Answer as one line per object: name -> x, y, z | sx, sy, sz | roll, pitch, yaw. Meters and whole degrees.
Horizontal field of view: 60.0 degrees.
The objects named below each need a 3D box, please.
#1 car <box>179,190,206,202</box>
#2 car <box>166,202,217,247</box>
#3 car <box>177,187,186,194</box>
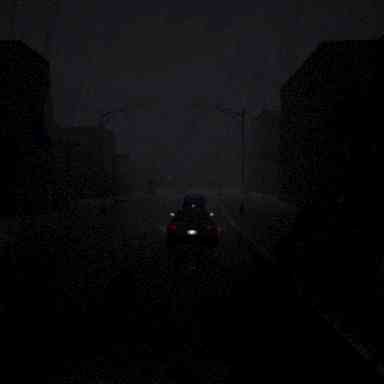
car -> 0.206, 0.890, 29.115 | 1.882, 1.535, 5.008 | 0, 2, 3
car -> -0.001, 1.380, 14.131 | 1.994, 1.385, 4.181 | 0, 2, 0
car -> -2.373, -0.391, 75.988 | 1.812, 1.442, 4.674 | 0, 2, 1
